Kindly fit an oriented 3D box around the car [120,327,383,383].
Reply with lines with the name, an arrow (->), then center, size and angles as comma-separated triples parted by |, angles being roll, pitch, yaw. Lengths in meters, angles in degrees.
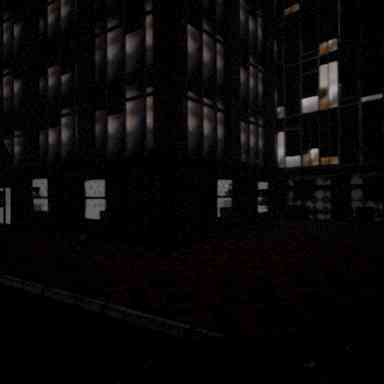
car -> 1.275, 1.582, 1.964 | 4.206, 1.307, 1.802 | -1, 0, 36
